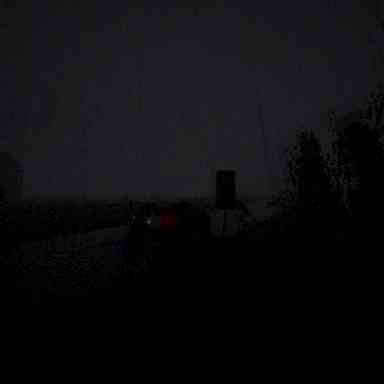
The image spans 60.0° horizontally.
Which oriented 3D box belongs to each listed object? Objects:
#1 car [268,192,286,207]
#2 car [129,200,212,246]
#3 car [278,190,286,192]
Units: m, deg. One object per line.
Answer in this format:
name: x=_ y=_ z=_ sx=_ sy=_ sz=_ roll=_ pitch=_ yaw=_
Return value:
car: x=10.818 y=1.094 z=42.233 sx=2.033 sy=1.411 sz=5.357 roll=1 pitch=1 yaw=21
car: x=-0.755 y=1.141 z=14.589 sx=2.097 sy=1.767 sz=4.553 roll=1 pitch=1 yaw=24
car: x=14.420 y=0.685 z=51.991 sx=2.150 sy=2.045 sz=5.566 roll=1 pitch=1 yaw=19
